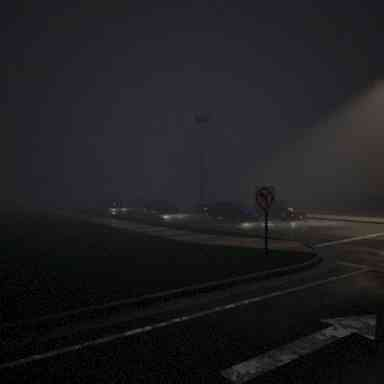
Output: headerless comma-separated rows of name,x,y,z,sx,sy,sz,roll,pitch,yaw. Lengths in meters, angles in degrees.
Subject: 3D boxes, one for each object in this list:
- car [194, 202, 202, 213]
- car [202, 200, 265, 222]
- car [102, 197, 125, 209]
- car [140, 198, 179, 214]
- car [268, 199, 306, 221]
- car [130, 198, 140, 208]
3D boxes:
car,2.036,1.563,34.500,1.994,1.385,4.181,0,0,-36
car,3.309,1.477,26.800,1.882,1.535,5.008,0,0,-36
car,-11.095,1.499,46.663,1.837,1.490,4.892,0,2,-35
car,-3.273,1.478,35.841,1.882,1.535,5.008,0,0,-36
car,7.106,1.352,27.534,2.097,1.767,4.553,0,0,-36
car,-6.943,1.547,46.870,2.033,1.411,5.357,0,0,-36
